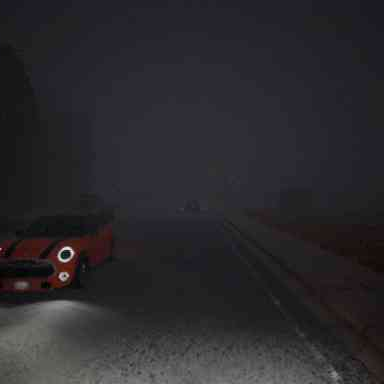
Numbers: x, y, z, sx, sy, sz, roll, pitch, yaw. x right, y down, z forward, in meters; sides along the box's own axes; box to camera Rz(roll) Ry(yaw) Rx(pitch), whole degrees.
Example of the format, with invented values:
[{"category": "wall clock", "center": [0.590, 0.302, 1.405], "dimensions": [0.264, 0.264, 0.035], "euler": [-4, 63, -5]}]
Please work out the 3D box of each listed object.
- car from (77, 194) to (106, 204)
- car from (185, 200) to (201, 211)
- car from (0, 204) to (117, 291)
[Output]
[{"category": "car", "center": [-7.669, 1.202, 26.031], "dimensions": [1.905, 1.878, 3.866], "euler": [8, -4, -42]}, {"category": "car", "center": [0.090, 1.657, 41.960], "dimensions": [1.994, 1.385, 4.181], "euler": [0, 0, 0]}, {"category": "car", "center": [-3.555, 1.372, 9.209], "dimensions": [2.097, 1.767, 4.553], "euler": [0, 0, 0]}]
